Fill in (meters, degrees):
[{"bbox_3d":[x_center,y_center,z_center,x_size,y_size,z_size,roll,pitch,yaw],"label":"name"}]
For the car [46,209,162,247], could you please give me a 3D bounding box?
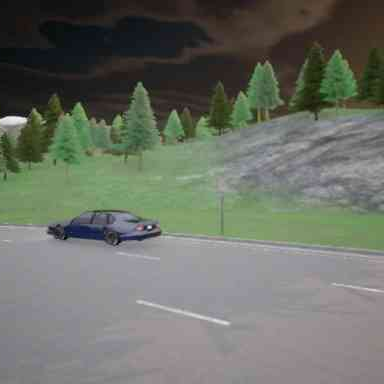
[{"bbox_3d":[-3.940,1.469,14.613,5.357,1.411,2.033,0,0,28],"label":"car"}]
